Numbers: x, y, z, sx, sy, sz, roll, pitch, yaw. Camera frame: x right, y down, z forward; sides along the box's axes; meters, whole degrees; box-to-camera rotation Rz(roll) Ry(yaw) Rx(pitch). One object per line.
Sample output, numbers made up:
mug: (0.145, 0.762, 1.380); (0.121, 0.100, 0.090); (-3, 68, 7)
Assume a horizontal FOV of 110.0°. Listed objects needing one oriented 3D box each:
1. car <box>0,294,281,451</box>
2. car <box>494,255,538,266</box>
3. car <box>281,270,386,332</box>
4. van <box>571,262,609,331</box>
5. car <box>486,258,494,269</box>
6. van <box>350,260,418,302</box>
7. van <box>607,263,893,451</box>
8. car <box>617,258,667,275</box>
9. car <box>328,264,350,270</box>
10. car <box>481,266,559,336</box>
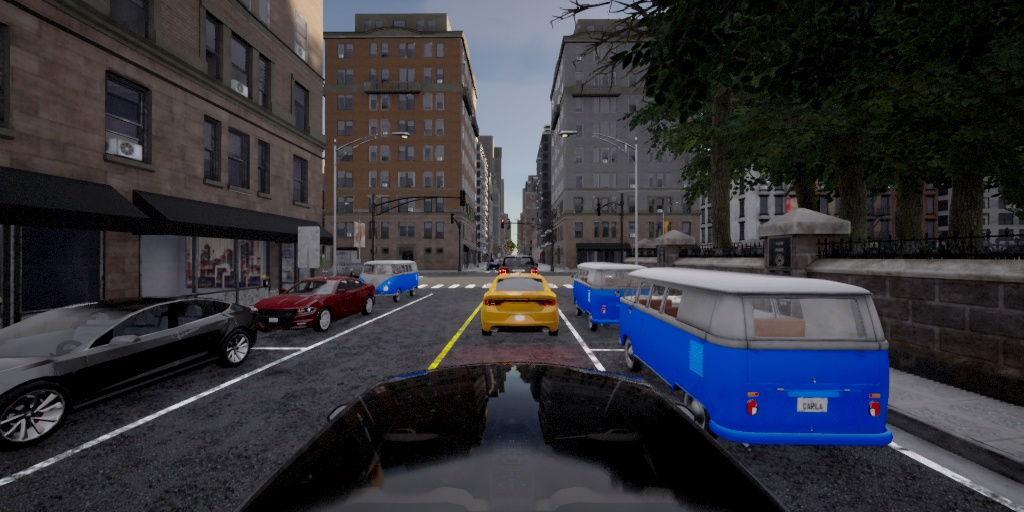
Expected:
car: (-5.807, 1.315, 5.209); (1.948, 1.339, 4.313); (0, 0, 1)
car: (0.334, 0.965, 20.409); (2.150, 2.045, 5.566); (0, 0, 0)
car: (-5.693, 1.293, 10.868); (1.888, 1.381, 4.507); (0, 0, 1)
van: (2.831, 1.089, 10.705); (1.690, 1.789, 3.998); (0, 0, 1)
car: (-2.295, 1.085, 49.659); (2.097, 1.767, 4.553); (0, 0, 2)
van: (-5.579, 1.087, 16.527); (1.690, 1.789, 3.998); (0, 0, 1)
van: (2.716, 1.090, 5.049); (1.690, 1.789, 3.998); (0, 0, 1)
car: (13.863, 1.093, 38.411); (4.553, 1.767, 2.097); (0, 0, 0)
car: (-11.756, 1.276, 28.334); (5.357, 1.411, 2.033); (0, 0, 4)
car: (0.227, 1.226, 10.453); (1.882, 1.535, 5.008); (0, 0, 1)
